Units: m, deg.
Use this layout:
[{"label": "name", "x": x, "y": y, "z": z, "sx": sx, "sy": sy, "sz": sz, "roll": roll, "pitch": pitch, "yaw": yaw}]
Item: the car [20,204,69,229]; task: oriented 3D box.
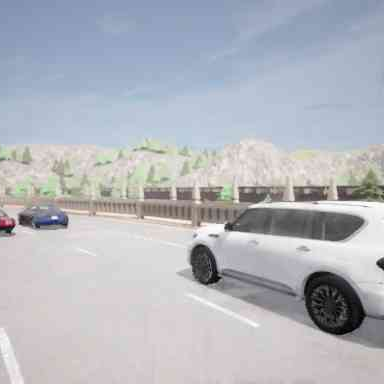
[{"label": "car", "x": -9.376, "y": 1.452, "z": 20.777, "sx": 1.994, "sy": 1.385, "sz": 4.181, "roll": 0, "pitch": 0, "yaw": -44}]

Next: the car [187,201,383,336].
[{"label": "car", "x": 2.123, "y": 1.197, "z": 7.049, "sx": 2.150, "sy": 2.045, "sz": 5.566, "roll": 0, "pitch": 0, "yaw": -35}]

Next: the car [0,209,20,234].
[{"label": "car", "x": -10.895, "y": 1.499, "z": 17.381, "sx": 1.895, "sy": 1.301, "sz": 4.718, "roll": 0, "pitch": 0, "yaw": -44}]
